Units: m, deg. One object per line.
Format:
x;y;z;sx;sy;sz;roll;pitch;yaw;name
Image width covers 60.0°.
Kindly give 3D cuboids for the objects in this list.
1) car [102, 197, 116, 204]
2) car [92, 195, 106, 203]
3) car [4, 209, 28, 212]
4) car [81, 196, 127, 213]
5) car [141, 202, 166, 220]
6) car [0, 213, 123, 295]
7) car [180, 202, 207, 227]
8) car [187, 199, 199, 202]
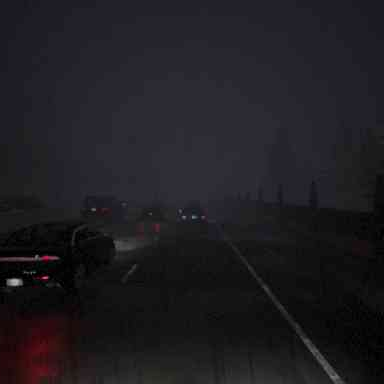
-18.220;1.814;73.281;1.882;1.535;5.008;0;0;-1;car
-21.830;1.712;77.950;2.097;1.767;4.553;0;0;-1;car
-14.102;1.347;26.894;2.150;2.045;5.566;0;0;0;car
-6.902;1.341;26.043;2.150;2.045;5.566;0;0;0;car
-3.403;1.663;29.790;1.812;1.442;4.674;0;0;0;car
-3.402;1.533;8.824;2.128;1.511;4.902;0;0;0;car
0.098;1.656;23.569;2.033;1.411;5.357;0;0;0;car
0.085;1.670;41.814;1.882;1.535;5.008;0;0;0;car
